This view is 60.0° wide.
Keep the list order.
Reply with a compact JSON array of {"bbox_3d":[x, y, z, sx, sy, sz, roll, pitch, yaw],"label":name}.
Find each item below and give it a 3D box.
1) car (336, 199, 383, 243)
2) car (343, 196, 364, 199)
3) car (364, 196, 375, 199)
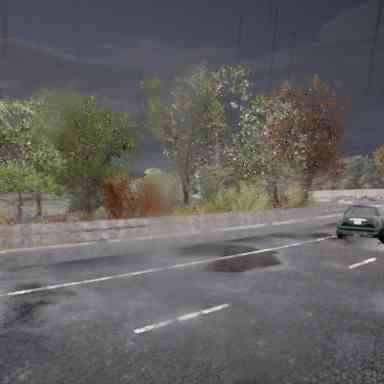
[{"bbox_3d":[8.967,1.388,16.439,4.553,1.767,2.097,0,0,-44],"label":"car"},{"bbox_3d":[39.871,1.707,82.180,1.994,1.385,4.181,0,0,3],"label":"car"},{"bbox_3d":[43.357,1.669,81.868,1.812,1.442,4.674,0,0,3],"label":"car"}]
